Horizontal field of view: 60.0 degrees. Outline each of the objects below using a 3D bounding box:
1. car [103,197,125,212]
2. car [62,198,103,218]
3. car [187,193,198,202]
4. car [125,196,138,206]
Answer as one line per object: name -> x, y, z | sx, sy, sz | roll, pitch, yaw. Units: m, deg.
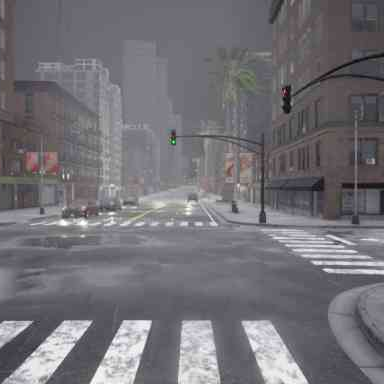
car -> -9.803, 1.345, 39.409 | 2.097, 1.767, 4.553 | 0, 0, 0
car -> -9.824, 1.348, 29.579 | 2.097, 1.767, 4.553 | 0, 0, 0
car -> 0.143, 1.170, 71.934 | 2.150, 2.045, 5.566 | 0, 0, 0
car -> -9.774, 1.459, 52.960 | 1.882, 1.535, 5.008 | 0, 0, 0
